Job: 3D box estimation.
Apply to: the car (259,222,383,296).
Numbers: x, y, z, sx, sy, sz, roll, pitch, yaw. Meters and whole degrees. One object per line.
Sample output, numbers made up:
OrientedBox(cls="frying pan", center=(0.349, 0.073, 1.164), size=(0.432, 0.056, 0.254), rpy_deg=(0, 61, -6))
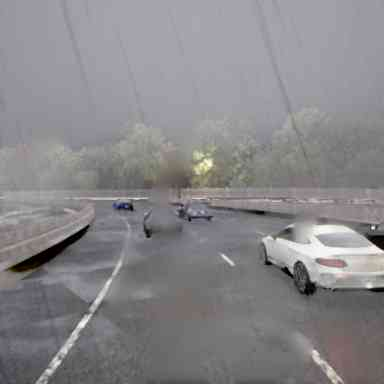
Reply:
OrientedBox(cls="car", center=(3.142, 1.503, 8.553), size=(1.812, 1.442, 4.674), rpy_deg=(0, 0, -5))

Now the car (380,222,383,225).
OrientedBox(cls="car", center=(6.556, 1.422, 9.654), size=(1.882, 1.535, 5.008), rpy_deg=(0, 0, -5))

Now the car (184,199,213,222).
OrientedBox(cls="car", center=(0.147, 1.577, 26.908), size=(2.033, 1.411, 5.357), rpy_deg=(-1, 0, -15))

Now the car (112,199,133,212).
OrientedBox(cls="car", center=(-8.782, 1.615, 41.982), size=(1.882, 1.535, 5.008), rpy_deg=(0, 0, -24))

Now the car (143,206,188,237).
OrientedBox(cls="car", center=(-1.669, 1.602, 18.410), size=(1.994, 1.385, 4.181), rpy_deg=(0, 0, -10))
